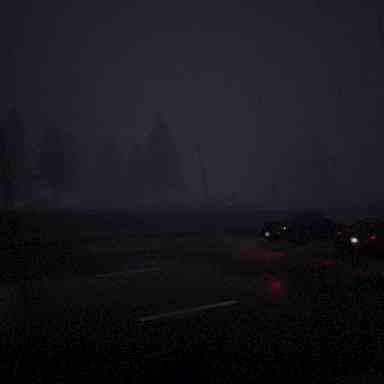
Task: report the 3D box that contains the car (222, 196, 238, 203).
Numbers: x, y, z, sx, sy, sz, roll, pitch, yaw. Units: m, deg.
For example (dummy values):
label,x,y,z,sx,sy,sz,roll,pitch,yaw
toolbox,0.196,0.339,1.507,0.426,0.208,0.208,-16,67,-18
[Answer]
label,x,y,z,sx,sy,sz,roll,pitch,yaw
car,9.321,1.794,79.279,1.882,1.535,5.008,0,0,-11

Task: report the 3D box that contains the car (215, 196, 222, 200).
label,x,y,z,sx,sy,sz,roll,pitch,yaw
car,7.663,1.902,94.822,2.033,1.411,5.357,0,0,-1

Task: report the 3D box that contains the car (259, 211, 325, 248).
label,x,y,z,sx,sy,sz,roll,pitch,yaw
car,5.205,1.602,15.227,4.674,1.442,1.812,0,0,-29

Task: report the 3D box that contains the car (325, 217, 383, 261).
label,x,y,z,sx,sy,sz,roll,pitch,yaw
car,7.321,1.641,12.403,4.181,1.385,1.994,0,0,-29
